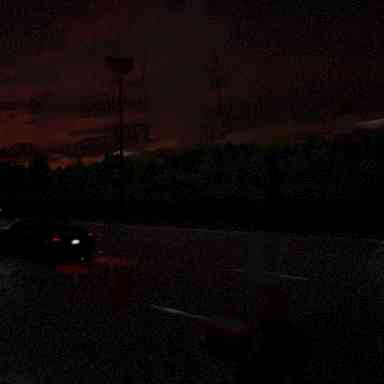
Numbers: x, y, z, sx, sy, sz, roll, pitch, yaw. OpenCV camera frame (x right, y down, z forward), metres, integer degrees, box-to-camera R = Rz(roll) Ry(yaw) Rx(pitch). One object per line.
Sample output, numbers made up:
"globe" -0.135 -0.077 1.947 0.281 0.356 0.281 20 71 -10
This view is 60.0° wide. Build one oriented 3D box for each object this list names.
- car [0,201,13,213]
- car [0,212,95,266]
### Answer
"car" -17.234 1.512 28.174 4.553 1.767 2.097 -1 0 34
"car" -5.405 1.600 11.824 4.181 1.385 1.994 -1 0 34
